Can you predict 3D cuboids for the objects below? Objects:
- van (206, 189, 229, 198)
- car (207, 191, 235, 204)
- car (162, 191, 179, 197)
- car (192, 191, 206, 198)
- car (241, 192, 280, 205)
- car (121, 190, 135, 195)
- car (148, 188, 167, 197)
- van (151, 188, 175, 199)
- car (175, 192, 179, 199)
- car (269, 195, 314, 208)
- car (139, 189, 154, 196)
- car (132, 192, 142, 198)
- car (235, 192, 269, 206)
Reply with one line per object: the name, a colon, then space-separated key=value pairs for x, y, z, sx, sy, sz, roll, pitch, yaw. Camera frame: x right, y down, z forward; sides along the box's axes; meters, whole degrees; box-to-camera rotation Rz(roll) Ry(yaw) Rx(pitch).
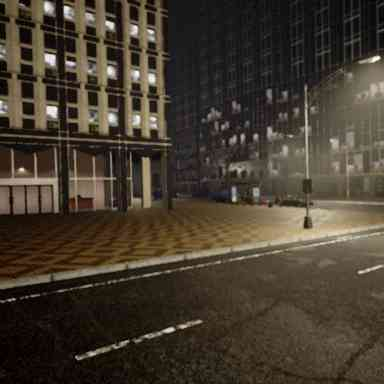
van: x=4.888 y=0.315 z=58.853 sx=1.690 sy=1.788 sz=3.998 roll=-1 pitch=1 yaw=-35
car: x=4.397 y=0.902 z=44.718 sx=1.947 sy=1.339 sz=4.313 roll=-1 pitch=1 yaw=-35
car: x=-4.784 y=0.391 z=72.899 sx=1.802 sy=1.307 sz=4.206 roll=-1 pitch=1 yaw=-35
car: x=1.666 y=0.502 z=63.538 sx=1.802 sy=1.307 sz=4.206 roll=-1 pitch=1 yaw=-35
car: x=8.805 y=0.771 z=42.962 sx=1.882 sy=1.535 sz=5.008 roll=-2 pitch=2 yaw=-34
car: x=-17.684 y=0.137 z=91.617 sx=2.008 sy=1.369 sz=4.403 roll=-1 pitch=1 yaw=-35
car: x=-8.012 y=0.069 z=77.573 sx=2.192 sy=1.841 sz=5.009 roll=-1 pitch=1 yaw=-35
van: x=-5.236 y=0.514 z=58.782 sx=1.690 sy=1.788 sz=3.998 roll=-1 pitch=1 yaw=-35
car: x=-4.295 y=0.421 z=62.125 sx=2.097 sy=1.767 sz=4.553 roll=-2 pitch=2 yaw=-34
car: x=10.784 y=1.010 z=35.313 sx=1.947 sy=1.339 sz=4.313 roll=-1 pitch=1 yaw=-35
car: x=-11.236 y=0.138 z=82.255 sx=1.967 sy=1.590 sz=4.097 roll=-1 pitch=1 yaw=-35
car: x=-11.684 y=0.613 z=68.147 sx=2.008 sy=1.369 sz=4.403 roll=-1 pitch=1 yaw=-35
car: x=7.573 y=0.973 z=40.006 sx=1.802 sy=1.307 sz=4.206 roll=-1 pitch=1 yaw=-35
